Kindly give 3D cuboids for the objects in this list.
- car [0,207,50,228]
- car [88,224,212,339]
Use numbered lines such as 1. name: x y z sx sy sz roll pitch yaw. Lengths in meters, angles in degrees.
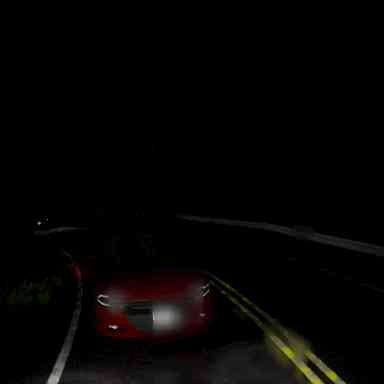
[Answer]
1. car: -11.448 1.782 22.578 4.892 1.490 1.837 -2 3 42
2. car: -1.131 1.489 7.018 1.882 1.535 5.008 -1 0 -17
